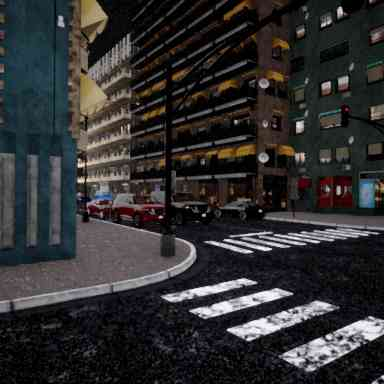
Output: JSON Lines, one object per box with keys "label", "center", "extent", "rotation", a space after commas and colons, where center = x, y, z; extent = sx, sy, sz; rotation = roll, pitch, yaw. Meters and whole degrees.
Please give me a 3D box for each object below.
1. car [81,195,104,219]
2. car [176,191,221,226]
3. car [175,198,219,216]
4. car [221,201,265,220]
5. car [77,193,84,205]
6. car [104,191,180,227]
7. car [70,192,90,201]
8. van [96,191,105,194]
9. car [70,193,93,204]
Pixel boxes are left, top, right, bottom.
{"label": "car", "center": [-6.461, 1.182, 24.838], "extent": [1.887, 1.381, 4.507], "rotation": [2, 0, -36]}
{"label": "car", "center": [-0.920, 0.966, 21.572], "extent": [2.150, 2.045, 5.566], "rotation": [1, 0, -36]}
{"label": "car", "center": [0.354, 1.288, 29.713], "extent": [1.802, 1.307, 4.206], "rotation": [2, 0, -36]}
{"label": "car", "center": [3.616, 1.353, 25.197], "extent": [1.947, 1.339, 4.313], "rotation": [2, 0, -36]}
{"label": "car", "center": [-15.782, 0.588, 42.207], "extent": [2.150, 2.045, 5.566], "rotation": [1, 2, -35]}
{"label": "car", "center": [-3.192, 1.033, 20.322], "extent": [2.192, 1.841, 5.009], "rotation": [2, 0, -36]}
{"label": "car", "center": [-19.216, 0.769, 56.806], "extent": [1.887, 1.381, 4.507], "rotation": [2, 0, -36]}
{"label": "van", "center": [-12.688, 0.726, 47.776], "extent": [1.690, 1.788, 3.998], "rotation": [2, 0, -36]}
{"label": "car", "center": [-15.985, 0.899, 47.817], "extent": [1.994, 1.385, 4.181], "rotation": [1, 0, -35]}
